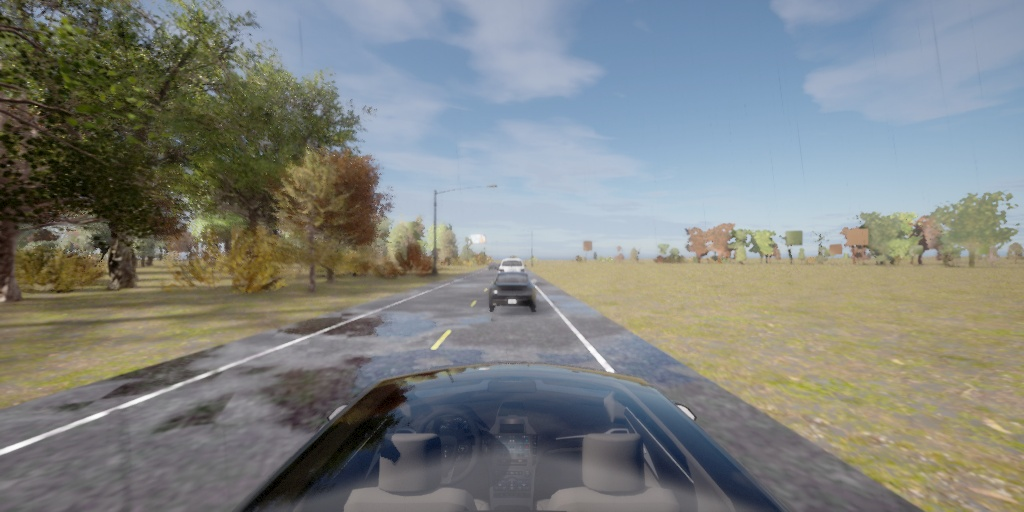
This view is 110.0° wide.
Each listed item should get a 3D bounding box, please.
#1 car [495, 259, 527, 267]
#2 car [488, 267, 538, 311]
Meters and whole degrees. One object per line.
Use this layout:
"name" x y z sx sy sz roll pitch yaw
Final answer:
"car" 0.034 1.260 29.410 2.150 2.045 5.566 0 0 0
"car" 0.035 1.397 15.340 1.837 1.490 4.892 0 0 1
